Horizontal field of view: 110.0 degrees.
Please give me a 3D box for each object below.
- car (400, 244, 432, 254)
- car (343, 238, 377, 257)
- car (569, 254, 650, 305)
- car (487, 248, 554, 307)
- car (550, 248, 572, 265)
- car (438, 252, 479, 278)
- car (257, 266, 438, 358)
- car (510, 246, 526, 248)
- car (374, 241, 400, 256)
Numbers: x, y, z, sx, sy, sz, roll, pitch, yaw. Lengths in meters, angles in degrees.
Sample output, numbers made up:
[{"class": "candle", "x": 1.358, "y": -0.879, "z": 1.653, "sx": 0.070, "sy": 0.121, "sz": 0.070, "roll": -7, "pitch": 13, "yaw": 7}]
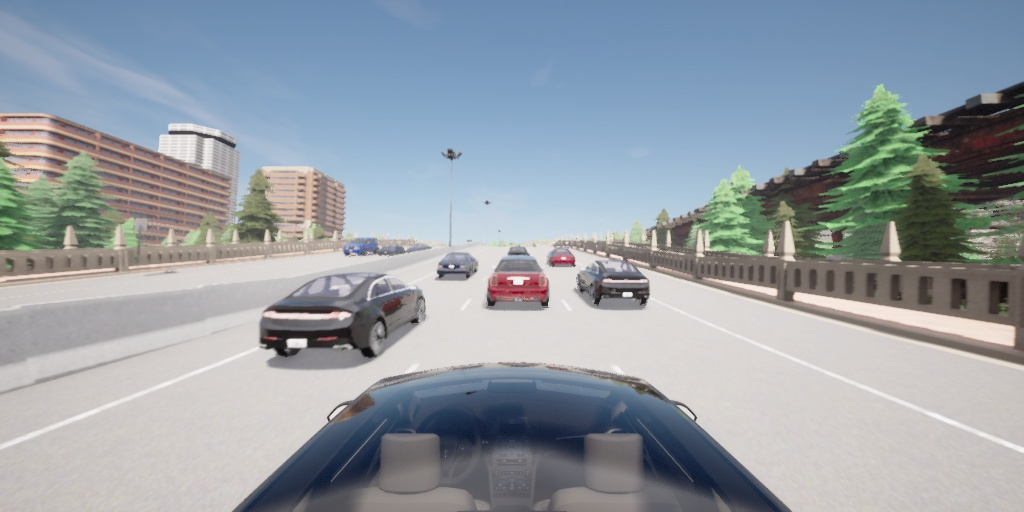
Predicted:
[{"class": "car", "x": -10.055, "y": -0.618, "z": 38.907, "sx": 2.033, "sy": 1.411, "sz": 5.357, "roll": 0, "pitch": 3, "yaw": 1}, {"class": "car", "x": -17.015, "y": -1.076, "z": 40.722, "sx": 2.150, "sy": 2.045, "sz": 5.566, "roll": 0, "pitch": 3, "yaw": 1}, {"class": "car", "x": 3.746, "y": 0.888, "z": 13.882, "sx": 2.128, "sy": 1.511, "sz": 4.902, "roll": 0, "pitch": 3, "yaw": 1}, {"class": "car", "x": 0.242, "y": 0.746, "z": 13.658, "sx": 2.097, "sy": 1.767, "sz": 4.553, "roll": 0, "pitch": 3, "yaw": 1}, {"class": "car", "x": 3.985, "y": 0.023, "z": 29.423, "sx": 1.994, "sy": 1.385, "sz": 4.181, "roll": 0, "pitch": 4, "yaw": 1}, {"class": "car", "x": -3.186, "y": 0.452, "z": 21.695, "sx": 2.033, "sy": 1.411, "sz": 5.357, "roll": 0, "pitch": 4, "yaw": 1}, {"class": "car", "x": -3.376, "y": 1.108, "z": 8.145, "sx": 2.128, "sy": 1.511, "sz": 4.902, "roll": 0, "pitch": 2, "yaw": 1}, {"class": "car", "x": 0.489, "y": -0.059, "z": 29.626, "sx": 1.837, "sy": 1.490, "sz": 4.892, "roll": 0, "pitch": 4, "yaw": 1}, {"class": "car", "x": -13.522, "y": -0.710, "z": 40.499, "sx": 1.994, "sy": 1.385, "sz": 4.181, "roll": 0, "pitch": 4, "yaw": 1}]
